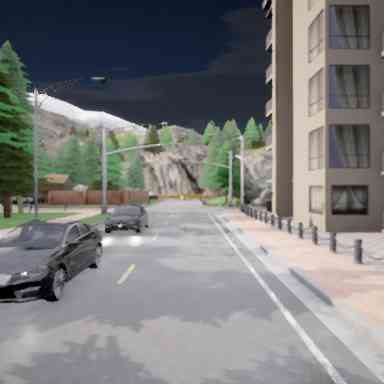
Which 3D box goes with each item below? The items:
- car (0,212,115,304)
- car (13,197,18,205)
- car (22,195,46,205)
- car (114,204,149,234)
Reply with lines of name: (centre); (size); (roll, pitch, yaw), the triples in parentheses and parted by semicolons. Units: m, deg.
car: (-3.622, 1.483, 8.334); (2.128, 1.511, 4.902); (0, 0, 0)
car: (-27.707, 1.119, 52.714); (1.905, 1.878, 3.866); (0, 0, -2)
car: (-25.205, 1.111, 53.170); (1.932, 1.855, 4.605); (0, 0, -2)
car: (-3.627, 1.477, 19.243); (1.837, 1.490, 4.892); (0, 0, 1)
